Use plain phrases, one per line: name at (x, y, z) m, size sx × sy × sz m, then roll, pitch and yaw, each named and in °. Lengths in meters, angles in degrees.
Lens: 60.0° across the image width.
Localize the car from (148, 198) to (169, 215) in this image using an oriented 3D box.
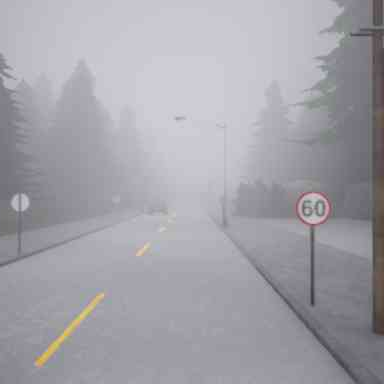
car at (-4.105, 1.761, 41.019) m, size 2.150 × 2.045 × 5.566 m, roll 0°, pitch -1°, yaw 0°
